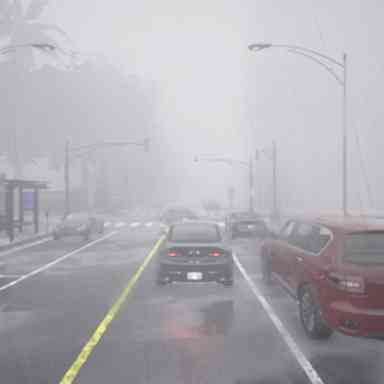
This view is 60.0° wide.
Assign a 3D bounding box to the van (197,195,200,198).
[{"bbox_3d":[2.676,1.757,81.786,1.690,1.788,3.998,0,0,0],"label":"van"}]

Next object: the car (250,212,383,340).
[{"bbox_3d":[2.752,1.353,6.558,2.192,1.841,5.009,0,0,0],"label":"car"}]

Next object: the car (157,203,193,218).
[{"bbox_3d":[-0.974,1.700,23.260,1.994,1.385,4.181,0,-1,-14],"label":"car"}]

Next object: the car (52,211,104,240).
[{"bbox_3d":[-5.784,1.680,17.416,1.802,1.307,4.206,0,0,0],"label":"car"}]

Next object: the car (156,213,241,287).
[{"bbox_3d":[0.069,1.558,9.501,1.837,1.490,4.892,0,-1,0],"label":"car"}]

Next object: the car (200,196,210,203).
[{"bbox_3d":[2.704,1.817,54.854,1.752,1.417,4.829,0,0,0],"label":"car"}]

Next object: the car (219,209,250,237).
[{"bbox_3d":[2.742,1.664,17.407,1.947,1.339,4.313,0,0,0],"label":"car"}]

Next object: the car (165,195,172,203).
[{"bbox_3d":[-5.838,1.808,70.956,1.967,1.590,4.097,0,0,0],"label":"car"}]

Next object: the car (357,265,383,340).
[{"bbox_3d":[2.758,1.534,1.301,1.752,1.417,4.829,0,0,0],"label":"car"}]

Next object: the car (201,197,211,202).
[{"bbox_3d":[2.709,1.830,49.263,1.947,1.339,4.313,0,0,0],"label":"car"}]

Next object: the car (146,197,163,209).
[{"bbox_3d":[-5.816,1.815,49.275,2.008,1.369,4.403,0,0,0],"label":"car"}]

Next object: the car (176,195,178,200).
[{"bbox_3d":[-5.861,1.776,92.638,2.192,1.841,5.009,0,0,0],"label":"car"}]

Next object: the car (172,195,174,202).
[{"bbox_3d":[-5.844,1.707,76.377,2.192,1.841,5.009,0,0,0],"label":"car"}]

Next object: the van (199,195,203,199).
[{"bbox_3d":[2.698,1.659,60.105,1.690,1.788,3.998,0,0,0],"label":"van"}]

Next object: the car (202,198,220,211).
[{"bbox_3d":[2.715,1.802,43.843,1.947,1.339,4.313,0,0,0],"label":"car"}]

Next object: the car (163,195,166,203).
[{"bbox_3d":[-5.822,1.731,54.695,1.967,1.590,4.097,0,0,0],"label":"car"}]
